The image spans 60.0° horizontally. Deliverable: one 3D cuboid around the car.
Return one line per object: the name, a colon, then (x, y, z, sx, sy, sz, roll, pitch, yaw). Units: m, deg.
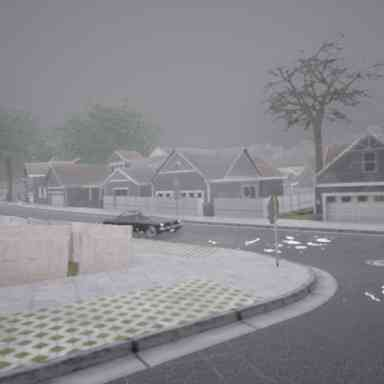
car: (-2.845, 1.744, 19.081, 4.718, 1.301, 1.895, 0, 3, 36)
